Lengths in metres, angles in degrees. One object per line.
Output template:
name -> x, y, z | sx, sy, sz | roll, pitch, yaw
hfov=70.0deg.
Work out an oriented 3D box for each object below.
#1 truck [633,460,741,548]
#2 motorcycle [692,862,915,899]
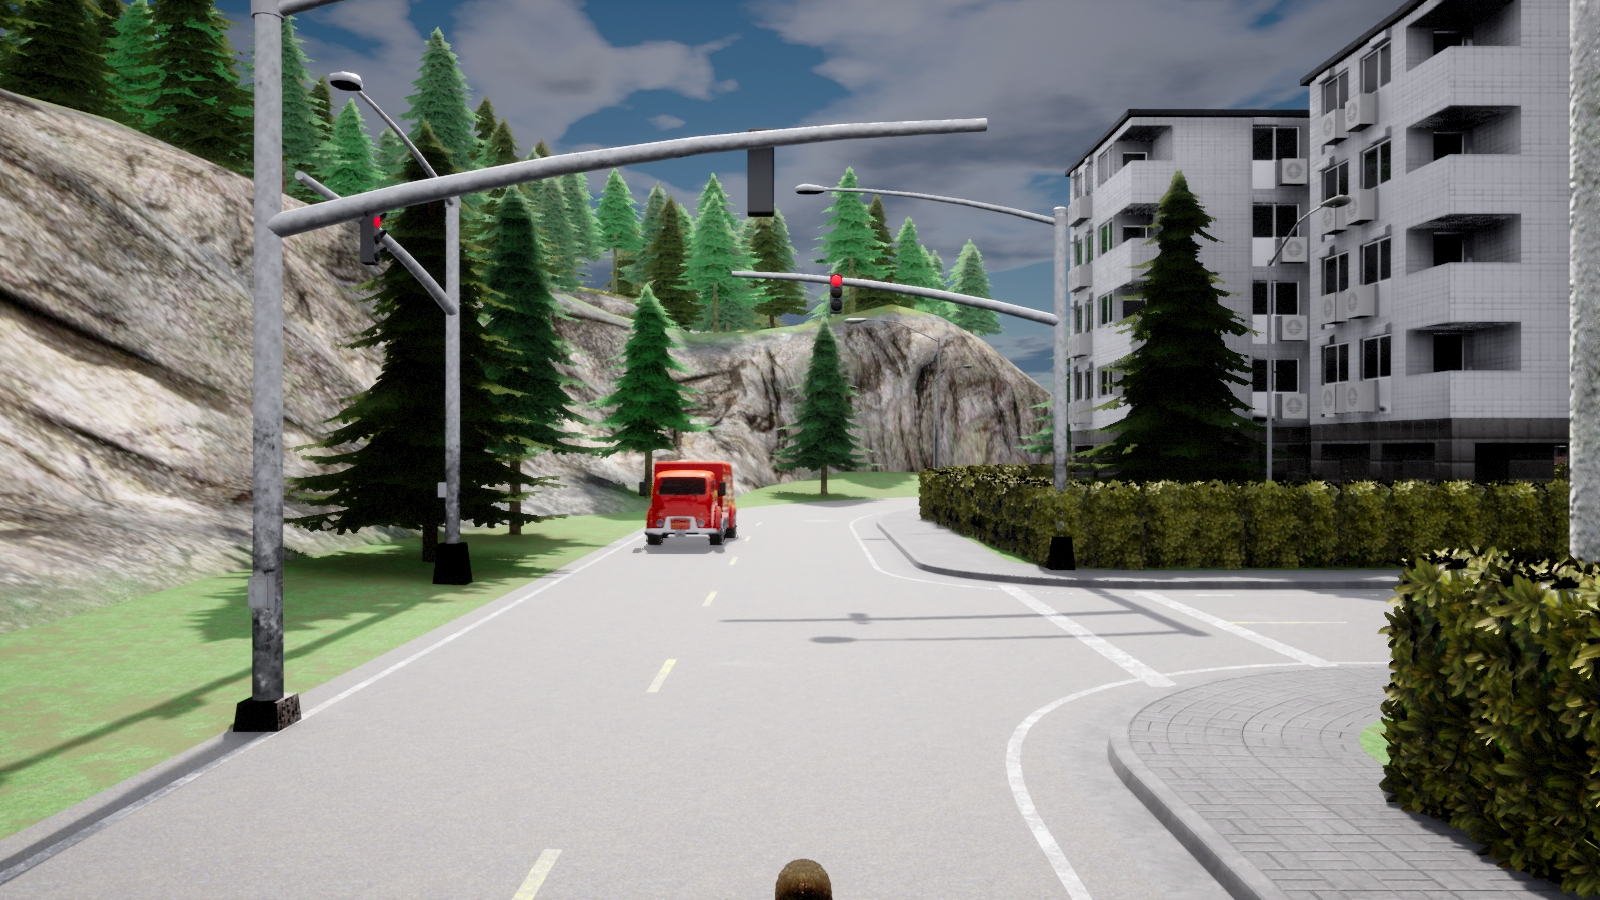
truck -> -3.317, 1.563, 34.772 | 2.627, 2.467, 5.204 | 0, -1, 1
motorcycle -> 0.010, 2.193, 3.477 | 0.803, 1.145, 2.033 | 0, 0, 0
